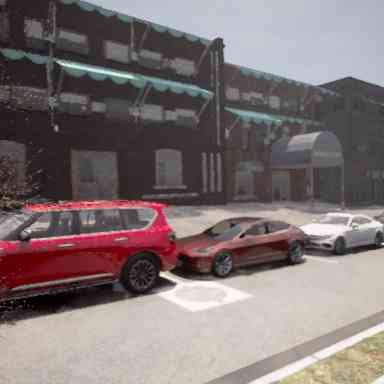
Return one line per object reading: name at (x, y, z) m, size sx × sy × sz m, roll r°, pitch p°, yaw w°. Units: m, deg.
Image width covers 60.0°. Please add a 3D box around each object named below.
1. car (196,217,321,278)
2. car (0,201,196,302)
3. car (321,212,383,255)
car at (1.600, 1.556, 10.518) m, size 4.792 × 1.488 × 2.163 m, roll 0°, pitch 0°, yaw -35°
car at (-2.936, 1.242, 7.332) m, size 5.566 × 2.045 × 2.435 m, roll 0°, pitch 0°, yaw -35°
car at (6.163, 1.595, 13.727) m, size 4.674 × 1.452 × 2.002 m, roll 0°, pitch 0°, yaw -35°
